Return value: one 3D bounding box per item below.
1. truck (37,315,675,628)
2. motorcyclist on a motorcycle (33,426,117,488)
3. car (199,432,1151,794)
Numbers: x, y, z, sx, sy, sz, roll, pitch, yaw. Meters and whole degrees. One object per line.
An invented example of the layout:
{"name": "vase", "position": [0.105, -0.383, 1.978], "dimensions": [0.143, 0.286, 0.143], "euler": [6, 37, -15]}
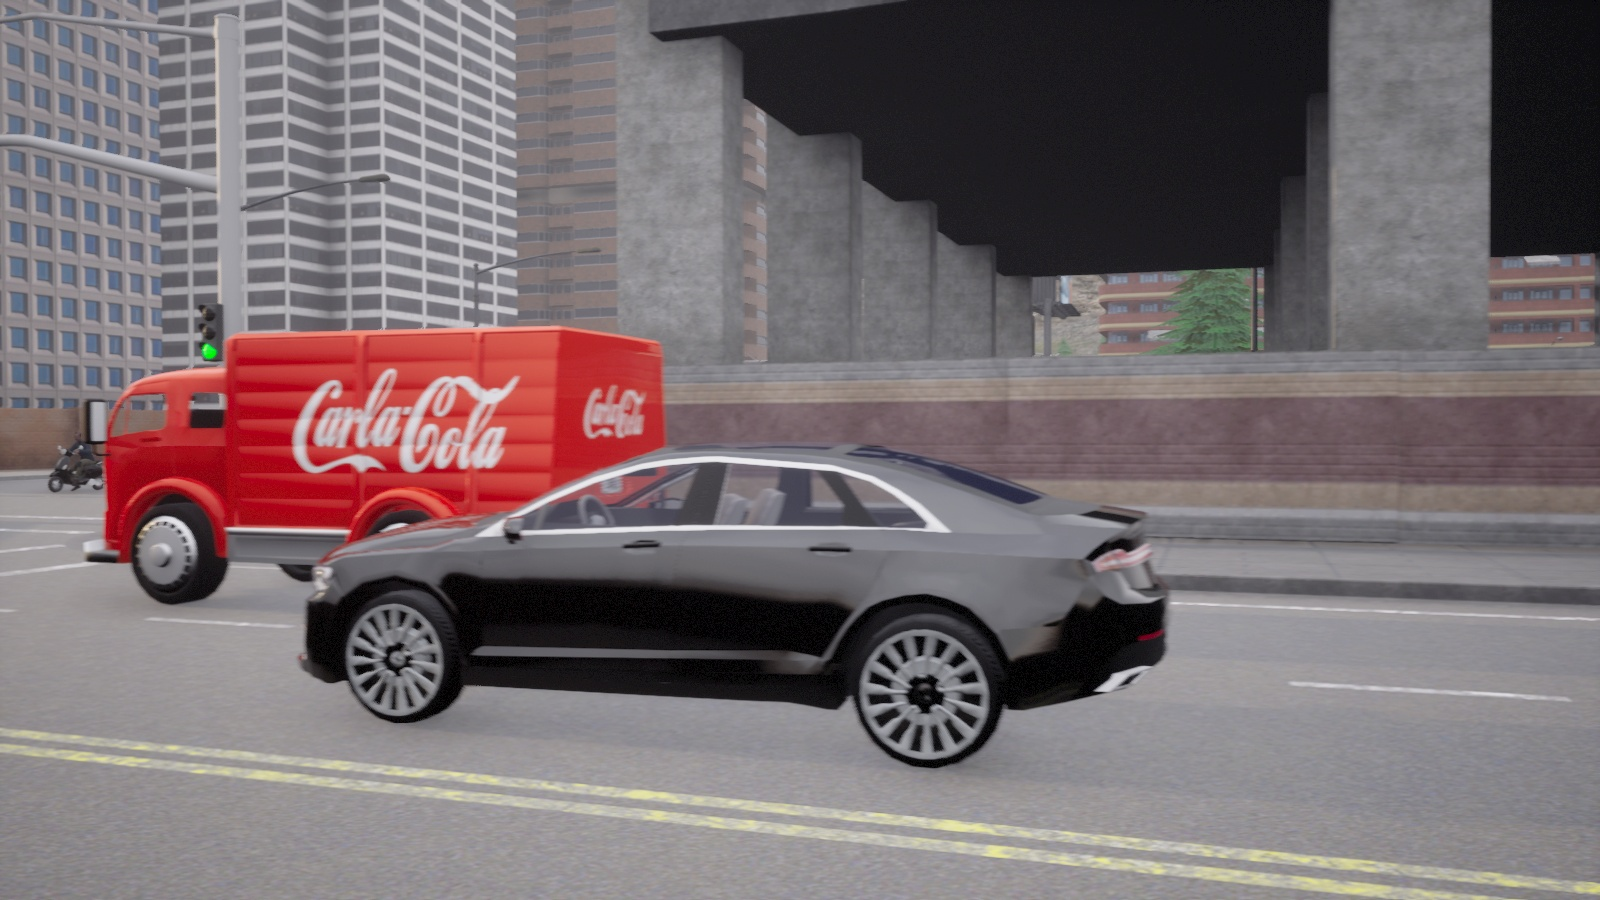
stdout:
{"name": "truck", "position": [-4.120, 0.133, 11.957], "dimensions": [5.204, 2.467, 2.627], "euler": [1, 1, 19]}
{"name": "motorcyclist on a motorcycle", "position": [-19.407, 0.168, 33.661], "dimensions": [0.866, 1.590, 1.817], "euler": [1, 1, 19]}
{"name": "car", "position": [-0.622, 0.667, 7.094], "dimensions": [4.902, 1.511, 2.128], "euler": [1, 1, 19]}
